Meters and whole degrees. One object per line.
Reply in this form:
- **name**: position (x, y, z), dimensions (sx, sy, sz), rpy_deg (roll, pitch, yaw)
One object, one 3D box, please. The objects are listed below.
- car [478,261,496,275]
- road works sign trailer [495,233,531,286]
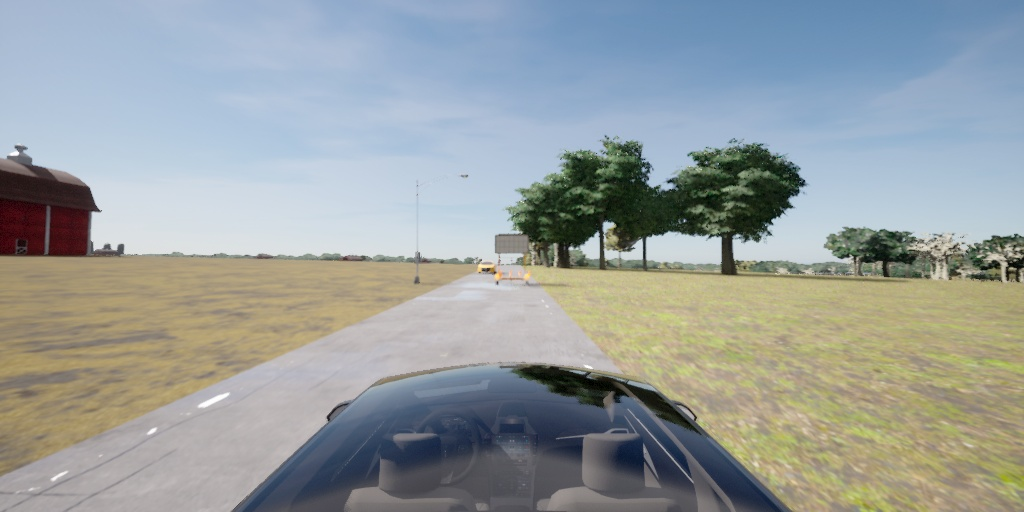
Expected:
- **car**: position (-2.811, 1.266, 40.962), dimensions (1.882, 1.535, 5.008), rpy_deg (0, 0, 0)
- **road works sign trailer**: position (-0.004, 0.224, 25.077), dimensions (2.380, 3.560, 2.880), rpy_deg (0, 0, 0)
